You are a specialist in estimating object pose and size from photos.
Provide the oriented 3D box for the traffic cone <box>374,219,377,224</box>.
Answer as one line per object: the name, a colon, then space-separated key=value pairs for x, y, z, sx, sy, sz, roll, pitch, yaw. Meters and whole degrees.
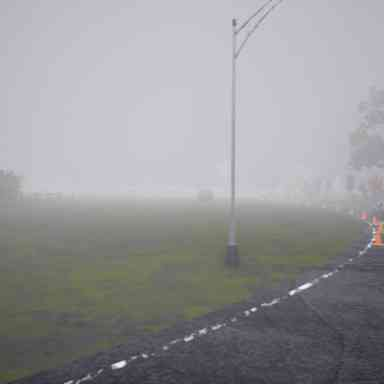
traffic cone: x=10.273 y=1.909 z=18.112 sx=0.340 sy=0.580 sz=0.340 roll=1 pitch=1 yaw=28

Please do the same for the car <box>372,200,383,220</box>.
car: x=15.904 y=1.419 z=26.744 sx=1.812 sy=1.442 sz=4.674 roll=1 pitch=1 yaw=16

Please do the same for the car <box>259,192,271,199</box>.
car: x=17.233 y=0.762 z=79.038 sx=1.882 sy=1.535 sz=5.008 roll=0 pitch=1 yaw=-3

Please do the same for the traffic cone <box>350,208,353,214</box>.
traffic cone: x=15.146 y=1.790 z=31.515 sx=0.340 sy=0.580 sz=0.340 roll=0 pitch=1 yaw=12

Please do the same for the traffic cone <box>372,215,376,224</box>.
traffic cone: x=12.311 y=1.877 z=22.421 sx=0.340 sy=0.580 sz=0.340 roll=1 pitch=1 yaw=23

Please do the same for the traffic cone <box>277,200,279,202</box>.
traffic cone: x=15.744 y=1.453 z=60.838 sx=0.340 sy=0.580 sz=0.340 roll=0 pitch=1 yaw=-2

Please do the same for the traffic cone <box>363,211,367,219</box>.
traffic cone: x=13.940 y=1.835 z=26.902 sx=0.340 sy=0.580 sz=0.340 roll=1 pitch=1 yaw=17

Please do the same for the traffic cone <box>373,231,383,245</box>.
traffic cone: x=7.844 y=1.922 z=14.010 sx=0.340 sy=0.580 sz=0.340 roll=1 pitch=0 yaw=33
